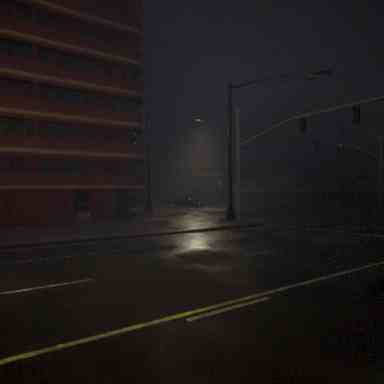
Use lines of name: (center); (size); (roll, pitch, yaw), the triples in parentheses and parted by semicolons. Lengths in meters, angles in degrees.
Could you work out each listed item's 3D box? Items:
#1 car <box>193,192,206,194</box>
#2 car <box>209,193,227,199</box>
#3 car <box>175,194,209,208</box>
car: (2.343, 0.816, 81.603); (4.611, 1.667, 2.242); (-1, 1, -35)
car: (6.321, 0.966, 77.389); (3.806, 1.475, 1.970); (-1, 1, -35)
car: (-0.438, 1.365, 45.410); (2.128, 1.511, 4.902); (-1, 1, -37)
